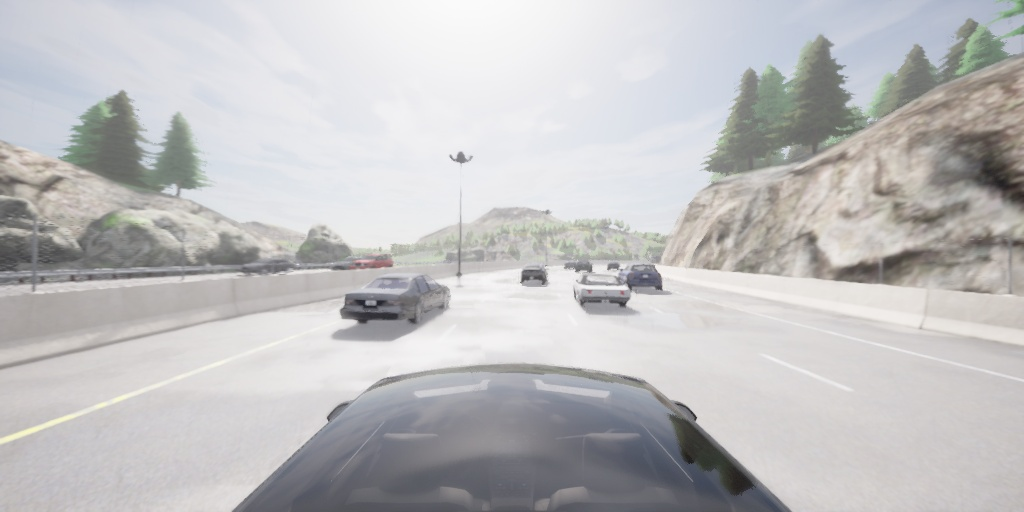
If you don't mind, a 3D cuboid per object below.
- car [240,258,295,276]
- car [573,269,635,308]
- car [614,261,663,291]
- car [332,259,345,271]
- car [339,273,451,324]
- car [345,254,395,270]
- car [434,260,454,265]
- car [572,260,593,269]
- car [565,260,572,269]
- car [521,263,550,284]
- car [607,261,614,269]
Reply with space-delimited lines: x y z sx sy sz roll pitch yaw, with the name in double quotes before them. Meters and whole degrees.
"car" -22.211 0.964 32.796 1.837 1.490 4.892 1 0 9
"car" 3.746 1.421 15.771 1.895 1.301 4.718 1 0 5
"car" 8.324 1.247 23.659 2.097 1.767 4.553 1 0 8
"car" -17.504 0.888 39.319 2.097 1.767 4.553 1 0 11
"car" -3.465 1.258 11.760 2.033 1.411 5.357 1 0 4
"car" -14.363 0.801 37.240 2.150 2.045 5.566 1 0 11
"car" -8.709 1.258 46.874 1.994 1.385 4.181 1 0 14
"car" 9.874 1.296 48.642 2.097 1.767 4.553 1 0 16
"car" 10.435 1.459 61.793 2.128 1.511 4.902 1 0 21
"car" 1.821 1.310 28.042 1.837 1.490 4.892 0 0 9
"car" 16.723 1.561 58.700 1.837 1.490 4.892 -1 -1 21
